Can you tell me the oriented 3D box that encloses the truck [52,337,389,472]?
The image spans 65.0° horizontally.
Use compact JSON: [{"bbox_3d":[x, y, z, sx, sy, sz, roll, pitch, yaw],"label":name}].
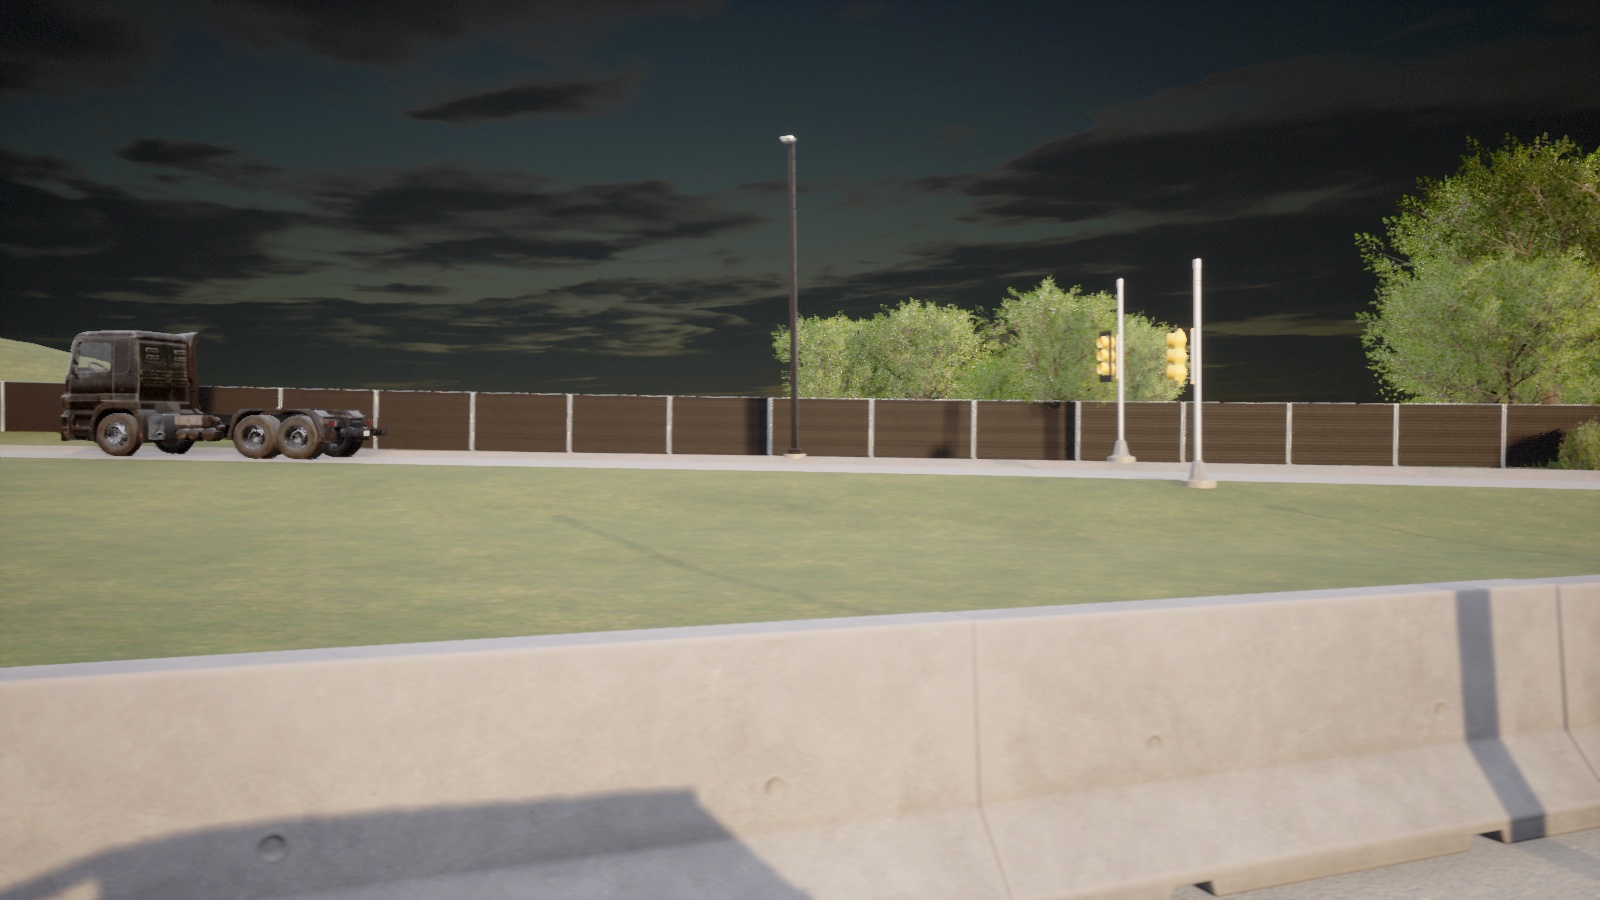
[{"bbox_3d":[-15.651,-1.206,34.220,7.936,3.462,2.891,0,2,6],"label":"truck"}]
